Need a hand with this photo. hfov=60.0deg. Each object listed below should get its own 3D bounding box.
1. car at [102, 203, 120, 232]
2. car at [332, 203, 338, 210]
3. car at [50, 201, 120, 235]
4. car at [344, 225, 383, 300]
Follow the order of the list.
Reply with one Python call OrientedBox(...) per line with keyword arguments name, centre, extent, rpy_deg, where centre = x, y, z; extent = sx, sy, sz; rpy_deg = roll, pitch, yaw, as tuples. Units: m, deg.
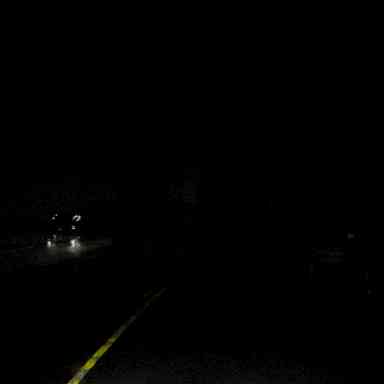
OrientedBox(name="car", centre=(-2.189, 1.508, 18.017), extent=(2.128, 1.511, 4.902), rpy_deg=(0, 0, 29))
OrientedBox(name="car", centre=(22.210, 1.811, 47.689), extent=(5.008, 1.535, 1.882), rpy_deg=(0, 0, -32))
OrientedBox(name="car", centre=(-5.641, 1.334, 18.794), extent=(2.097, 1.767, 4.553), rpy_deg=(1, 0, 28))
OrientedBox(name="car", centre=(5.102, 1.549, 8.295), extent=(1.882, 1.535, 5.008), rpy_deg=(0, 0, 16))
